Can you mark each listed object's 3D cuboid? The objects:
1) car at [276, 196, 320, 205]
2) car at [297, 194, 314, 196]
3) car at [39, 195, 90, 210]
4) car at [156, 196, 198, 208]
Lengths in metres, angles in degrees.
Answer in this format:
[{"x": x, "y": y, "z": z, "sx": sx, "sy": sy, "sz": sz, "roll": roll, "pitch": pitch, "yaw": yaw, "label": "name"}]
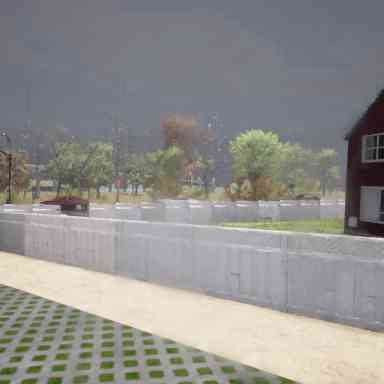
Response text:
[{"x": 9.457, "y": 1.391, "z": 32.334, "sx": 5.357, "sy": 1.411, "sz": 2.033, "roll": 0, "pitch": 2, "yaw": -18, "label": "car"}, {"x": 14.887, "y": 0.990, "z": 44.573, "sx": 4.674, "sy": 1.442, "sz": 1.812, "roll": 0, "pitch": 2, "yaw": -18, "label": "car"}, {"x": -13.441, "y": 1.125, "z": 35.157, "sx": 5.008, "sy": 1.535, "sz": 1.882, "roll": 0, "pitch": 2, "yaw": -18, "label": "car"}, {"x": -1.823, "y": 1.161, "z": 39.047, "sx": 4.718, "sy": 1.301, "sz": 1.895, "roll": 0, "pitch": 2, "yaw": -19, "label": "car"}]
